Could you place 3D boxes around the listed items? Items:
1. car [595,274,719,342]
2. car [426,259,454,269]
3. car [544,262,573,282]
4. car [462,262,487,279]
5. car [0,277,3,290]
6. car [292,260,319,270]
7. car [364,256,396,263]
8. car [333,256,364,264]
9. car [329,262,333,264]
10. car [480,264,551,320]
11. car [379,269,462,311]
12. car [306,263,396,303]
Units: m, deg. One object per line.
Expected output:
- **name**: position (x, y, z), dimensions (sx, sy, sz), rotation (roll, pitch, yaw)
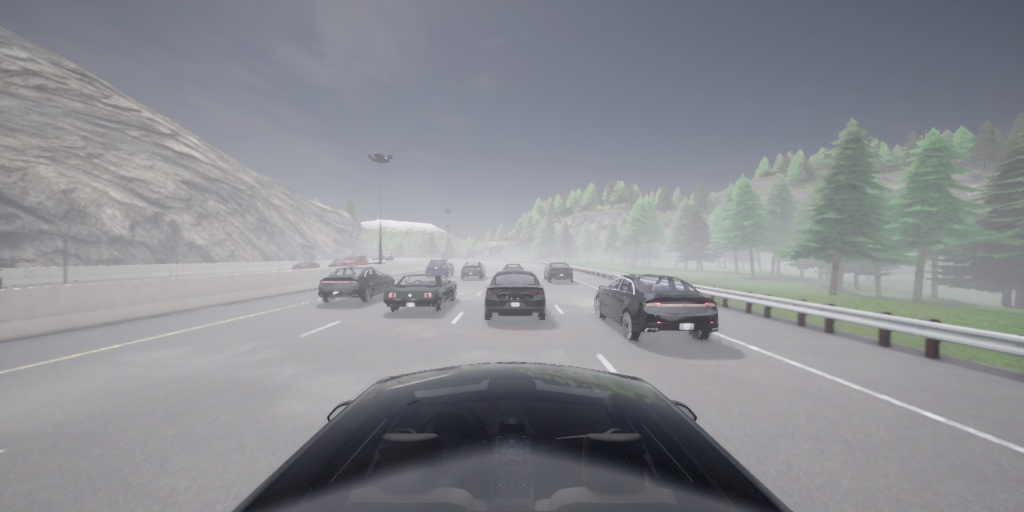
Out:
- **car**: position (3.600, 1.240, 9.809), dimensions (2.128, 1.511, 4.902), rotation (0, 0, 0)
- **car**: position (-6.898, 1.094, 34.716), dimensions (2.097, 1.767, 4.553), rotation (0, 0, 0)
- **car**: position (3.605, 1.221, 28.423), dimensions (1.882, 1.535, 5.008), rotation (0, 0, 0)
- **car**: position (-3.397, 1.234, 32.107), dimensions (2.128, 1.511, 4.902), rotation (0, 0, 0)
- **car**: position (-17.598, 0.970, 9.246), dimensions (2.150, 2.045, 5.566), rotation (0, 0, 0)
- **car**: position (-28.063, 1.302, 49.049), dimensions (1.994, 1.385, 4.181), rotation (0, 0, 0)
- **car**: position (-17.575, 0.960, 48.809), dimensions (2.150, 2.045, 5.566), rotation (0, 0, 0)
- **car**: position (-21.074, 0.960, 47.822), dimensions (2.150, 2.045, 5.566), rotation (0, 0, 0)
- **car**: position (-24.557, 1.090, 51.676), dimensions (2.097, 1.767, 4.553), rotation (0, 0, 0)
- **car**: position (0.101, 1.225, 12.680), dimensions (1.882, 1.535, 5.008), rotation (0, 0, 0)
- **car**: position (-3.399, 1.348, 14.268), dimensions (1.895, 1.301, 4.718), rotation (0, 0, 0)
- **car**: position (-6.897, 1.238, 16.443), dimensions (2.128, 1.511, 4.902), rotation (0, 0, 0)
